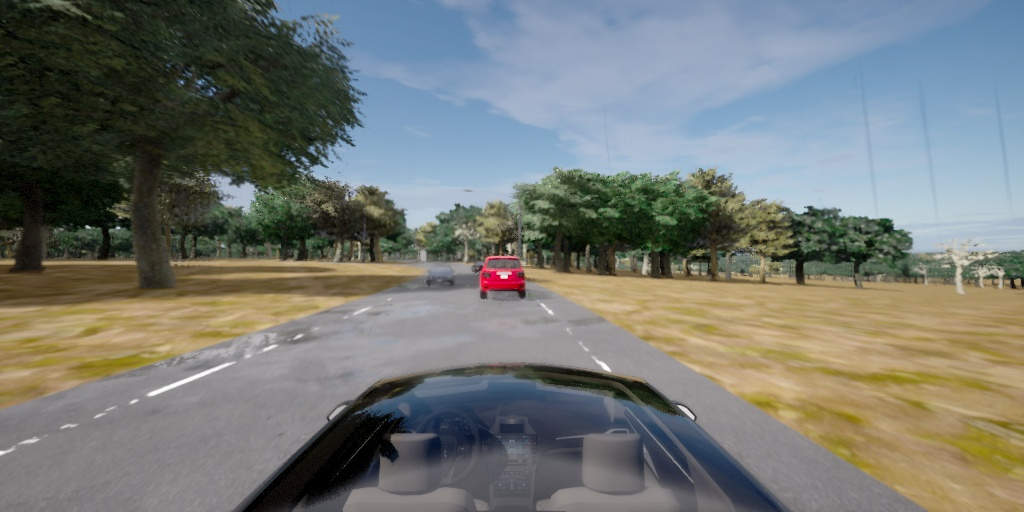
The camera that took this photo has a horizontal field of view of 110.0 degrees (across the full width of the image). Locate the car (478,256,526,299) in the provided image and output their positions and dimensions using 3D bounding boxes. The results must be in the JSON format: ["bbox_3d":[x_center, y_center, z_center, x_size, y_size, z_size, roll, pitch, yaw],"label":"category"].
[{"bbox_3d":[-0.581,1.031,18.929,2.150,2.045,5.566,0,0,-5],"label":"car"}]

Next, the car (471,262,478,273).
[{"bbox_3d":[-4.176,1.459,46.743,2.033,1.411,5.357,0,0,-12],"label":"car"}]

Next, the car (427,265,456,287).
[{"bbox_3d":[-5.088,1.384,26.196,1.812,1.442,4.674,0,0,-6],"label":"car"}]
